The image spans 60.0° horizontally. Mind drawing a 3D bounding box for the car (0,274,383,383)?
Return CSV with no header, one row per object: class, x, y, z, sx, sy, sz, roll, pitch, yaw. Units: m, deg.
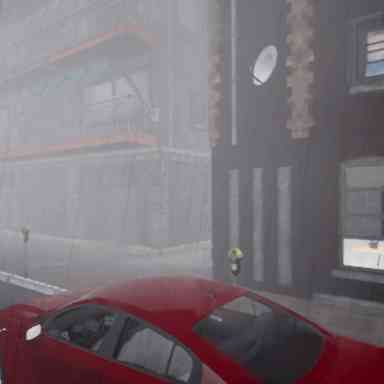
car,-0.452,1.547,3.326,4.507,1.381,1.887,0,0,35
